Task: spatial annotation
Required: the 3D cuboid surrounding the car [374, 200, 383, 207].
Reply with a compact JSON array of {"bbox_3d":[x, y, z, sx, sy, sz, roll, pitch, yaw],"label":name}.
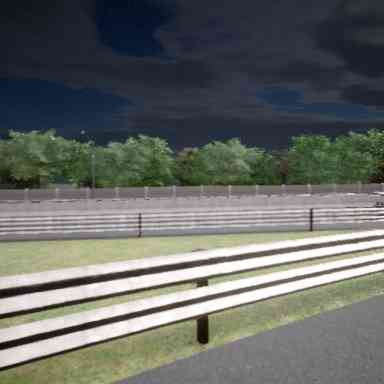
[{"bbox_3d":[21.630,1.214,34.149,5.357,1.411,2.033,-1,1,-7],"label":"car"}]
